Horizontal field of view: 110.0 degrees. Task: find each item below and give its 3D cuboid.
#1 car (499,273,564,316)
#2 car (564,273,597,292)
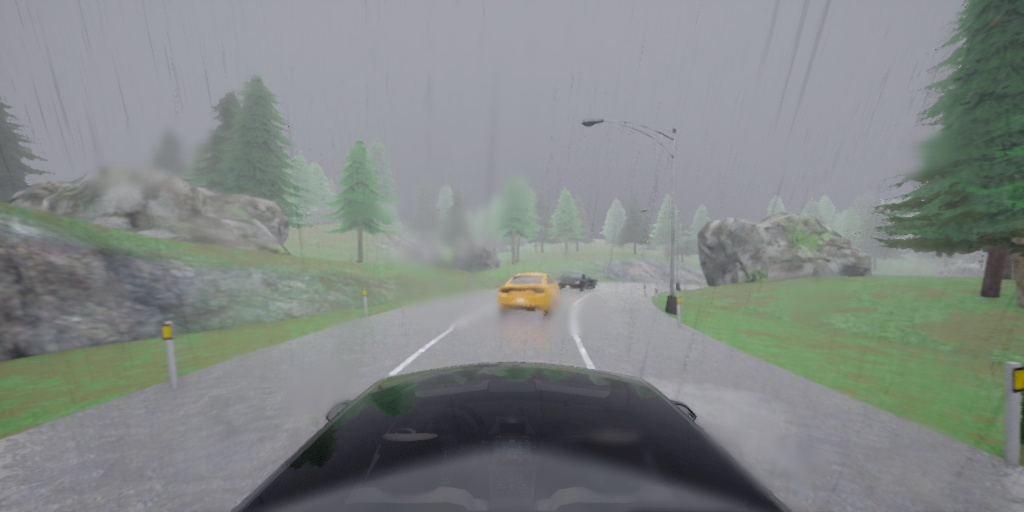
[{"bbox_3d":[0.866,1.427,14.565,1.882,1.535,5.008,0,-1,13],"label":"car"},{"bbox_3d":[4.888,1.913,26.502,1.895,1.301,4.718,1,-2,27],"label":"car"}]
